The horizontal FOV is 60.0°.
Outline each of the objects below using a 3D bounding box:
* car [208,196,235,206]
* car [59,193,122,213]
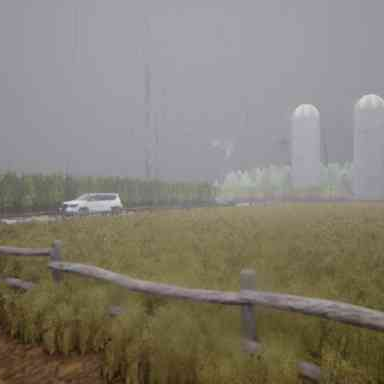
[{"bbox_3d":[4.163,1.361,46.314,2.097,1.767,4.553,0,0,36],"label":"car"},{"bbox_3d":[-8.559,1.117,28.704,2.150,2.045,5.566,0,0,36],"label":"car"}]
